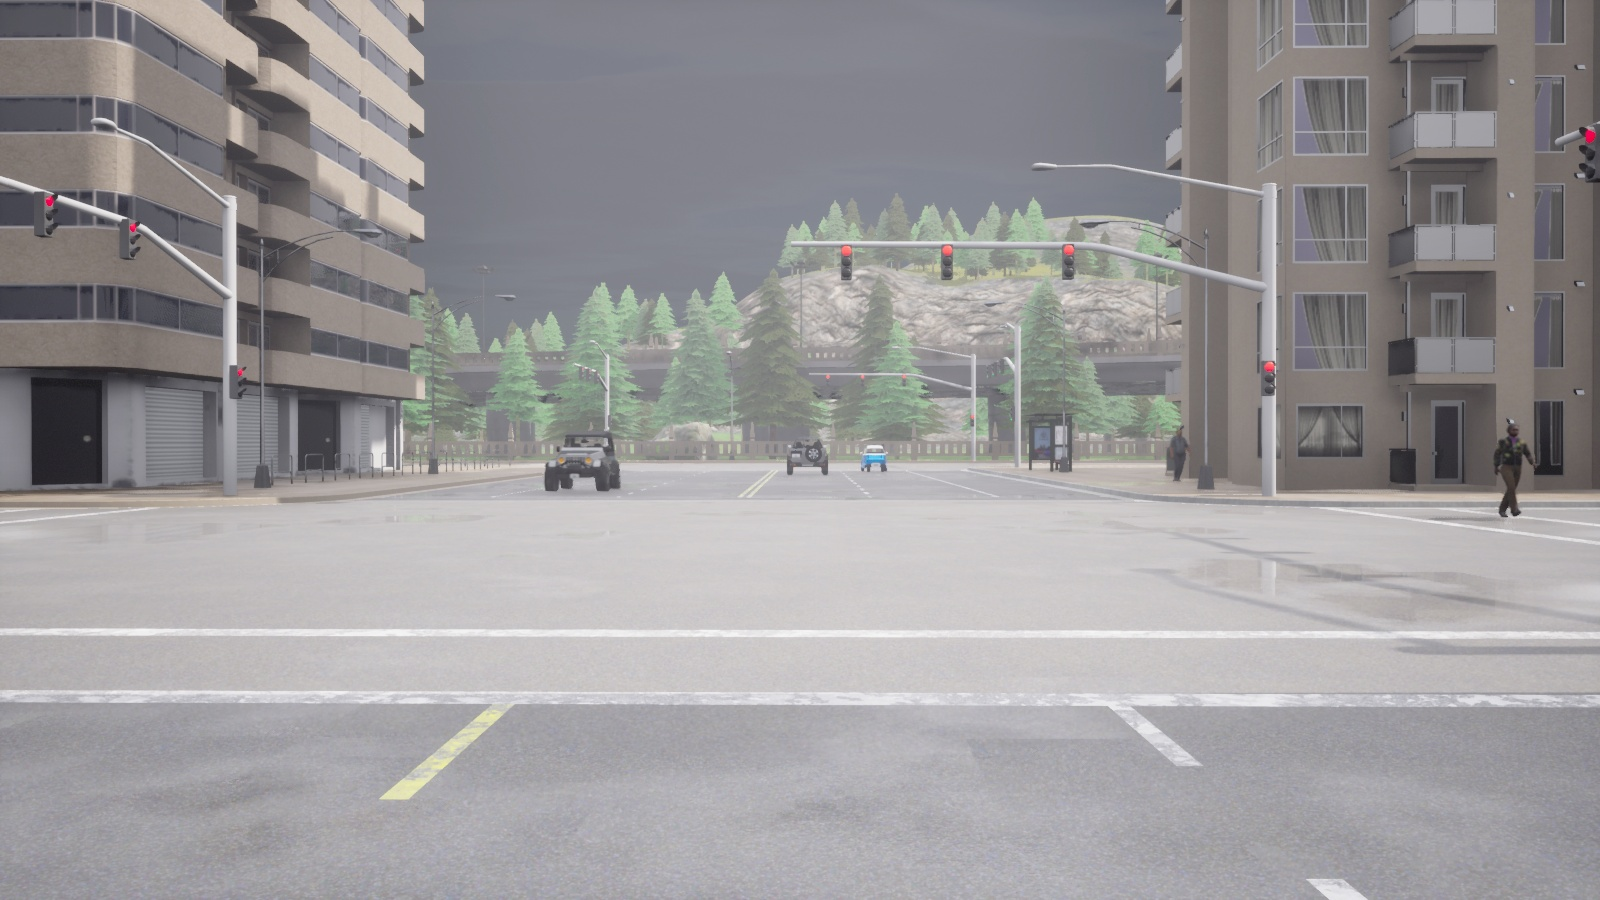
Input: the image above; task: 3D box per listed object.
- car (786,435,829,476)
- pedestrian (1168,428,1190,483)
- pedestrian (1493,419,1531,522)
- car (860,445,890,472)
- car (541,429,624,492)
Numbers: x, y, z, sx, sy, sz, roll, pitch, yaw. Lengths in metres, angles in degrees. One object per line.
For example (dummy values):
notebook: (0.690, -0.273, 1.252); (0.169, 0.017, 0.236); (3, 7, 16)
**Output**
car: (0.350, 0.229, 59.258); (1.932, 1.855, 4.605); (0, 0, 0)
pedestrian: (12.800, 0.176, 42.414); (0.540, 1.848, 0.694); (0, 0, -1)
pedestrian: (13.547, 0.391, 23.906); (0.395, 1.930, 0.692); (0, 0, 8)
car: (3.885, 0.436, 65.278); (1.481, 1.376, 2.207); (0, 1, 1)
car: (-6.763, 0.315, 39.377); (1.905, 1.878, 3.866); (0, 0, 0)
